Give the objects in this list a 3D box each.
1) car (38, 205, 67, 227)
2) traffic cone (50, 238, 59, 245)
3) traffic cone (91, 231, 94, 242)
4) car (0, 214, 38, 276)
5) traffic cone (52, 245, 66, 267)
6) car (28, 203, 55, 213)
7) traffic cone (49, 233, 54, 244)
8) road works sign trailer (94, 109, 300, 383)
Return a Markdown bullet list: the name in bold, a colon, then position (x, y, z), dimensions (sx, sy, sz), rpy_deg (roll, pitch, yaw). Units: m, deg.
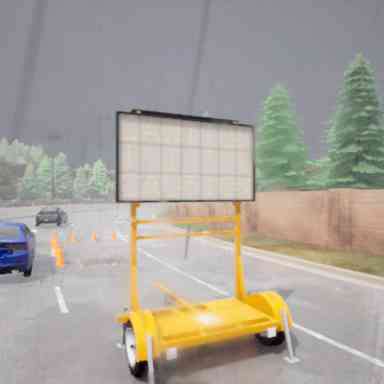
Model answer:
- **car**: position (-11.642, 2.013, 27.772), dimensions (2.128, 1.511, 4.902), rpy_deg (0, -1, -13)
- **traffic cone**: position (-5.250, 2.200, 12.943), dimensions (0.340, 0.580, 0.340), rpy_deg (0, -1, -25)
- **traffic cone**: position (-5.124, 2.278, 17.413), dimensions (0.340, 0.580, 0.340), rpy_deg (0, -1, -25)
- **car**: position (-6.128, 1.684, 10.684), dimensions (1.882, 1.535, 5.008), rpy_deg (0, -1, -24)
- **traffic cone**: position (-4.407, 2.166, 11.130), dimensions (0.340, 0.580, 0.340), rpy_deg (0, -1, -25)
- **car**: position (-24.252, 2.517, 53.788), dimensions (1.837, 1.490, 4.892), rpy_deg (0, -1, 4)
- **traffic cone**: position (-6.094, 2.234, 14.756), dimensions (0.340, 0.580, 0.340), rpy_deg (0, -1, -25)
- **road works sign trailer**: position (-0.110, 0.564, 5.437), dimensions (2.380, 3.560, 2.880), rpy_deg (0, -1, -25)
